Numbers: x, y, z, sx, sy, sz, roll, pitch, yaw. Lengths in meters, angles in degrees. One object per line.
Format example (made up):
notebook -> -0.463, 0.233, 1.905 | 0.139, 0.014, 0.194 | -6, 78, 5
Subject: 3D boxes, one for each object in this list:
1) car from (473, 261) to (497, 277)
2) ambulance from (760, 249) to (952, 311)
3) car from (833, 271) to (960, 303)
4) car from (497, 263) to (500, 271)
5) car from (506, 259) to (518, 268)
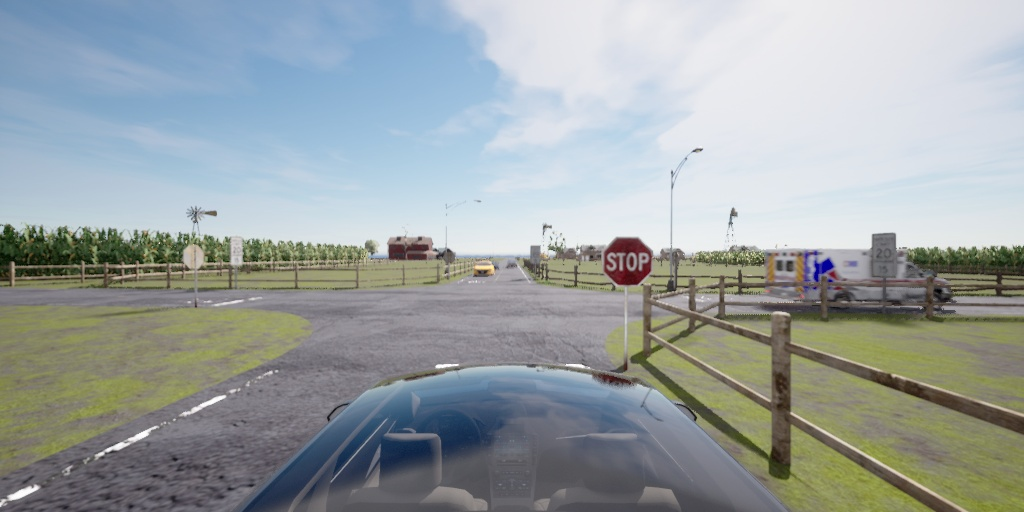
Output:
car -> -2.852, 1.292, 37.053 | 1.882, 1.535, 5.008 | 0, 0, 0
ambulance -> 14.416, 0.942, 15.164 | 6.366, 2.431, 2.351 | 0, 0, 1
car -> 19.092, 1.510, 17.972 | 4.181, 1.385, 1.994 | 1, 0, 0
car -> -2.849, 1.404, 52.402 | 1.994, 1.385, 4.181 | 0, 0, 0
car -> -0.016, 1.406, 62.238 | 2.033, 1.411, 5.357 | 0, 0, 0
